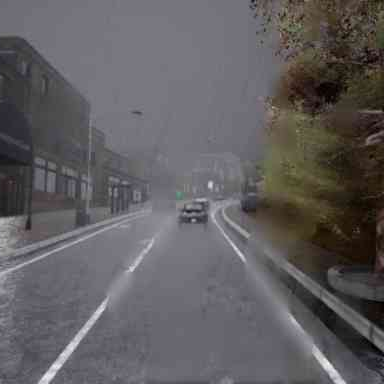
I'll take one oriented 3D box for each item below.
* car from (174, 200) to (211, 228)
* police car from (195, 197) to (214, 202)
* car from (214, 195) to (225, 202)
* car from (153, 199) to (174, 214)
[{"bbox_3d":[0.121,1.518,22.627,2.128,1.511,4.902,0,0,0],"label":"car"},{"bbox_3d":[1.325,1.445,41.526,1.930,1.638,5.238,-1,0,7],"label":"police car"},{"bbox_3d":[6.160,1.502,76.049,2.033,1.411,5.357,-2,0,20],"label":"car"},{"bbox_3d":[-2.966,1.560,35.959,1.837,1.490,4.892,-1,0,5],"label":"car"}]
